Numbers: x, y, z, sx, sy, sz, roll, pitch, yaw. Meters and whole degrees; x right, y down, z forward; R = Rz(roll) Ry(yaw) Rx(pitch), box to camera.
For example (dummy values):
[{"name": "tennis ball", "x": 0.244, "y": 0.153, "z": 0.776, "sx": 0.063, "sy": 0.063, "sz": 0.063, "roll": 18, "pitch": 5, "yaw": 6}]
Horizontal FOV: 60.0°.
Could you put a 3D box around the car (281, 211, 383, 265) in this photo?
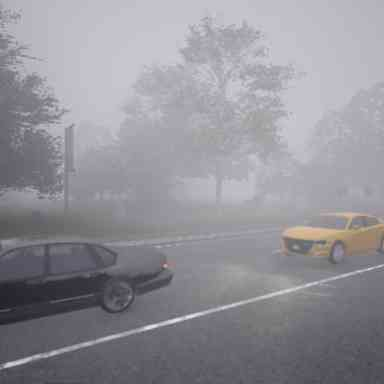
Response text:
[{"name": "car", "x": 5.315, "y": 1.480, "z": 11.964, "sx": 5.008, "sy": 1.535, "sz": 1.882, "roll": 0, "pitch": 0, "yaw": -36}]

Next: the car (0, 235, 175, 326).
[{"name": "car", "x": -2.952, "y": 1.548, "z": 6.112, "sx": 5.357, "sy": 1.411, "sz": 2.033, "roll": 0, "pitch": 0, "yaw": -35}]
